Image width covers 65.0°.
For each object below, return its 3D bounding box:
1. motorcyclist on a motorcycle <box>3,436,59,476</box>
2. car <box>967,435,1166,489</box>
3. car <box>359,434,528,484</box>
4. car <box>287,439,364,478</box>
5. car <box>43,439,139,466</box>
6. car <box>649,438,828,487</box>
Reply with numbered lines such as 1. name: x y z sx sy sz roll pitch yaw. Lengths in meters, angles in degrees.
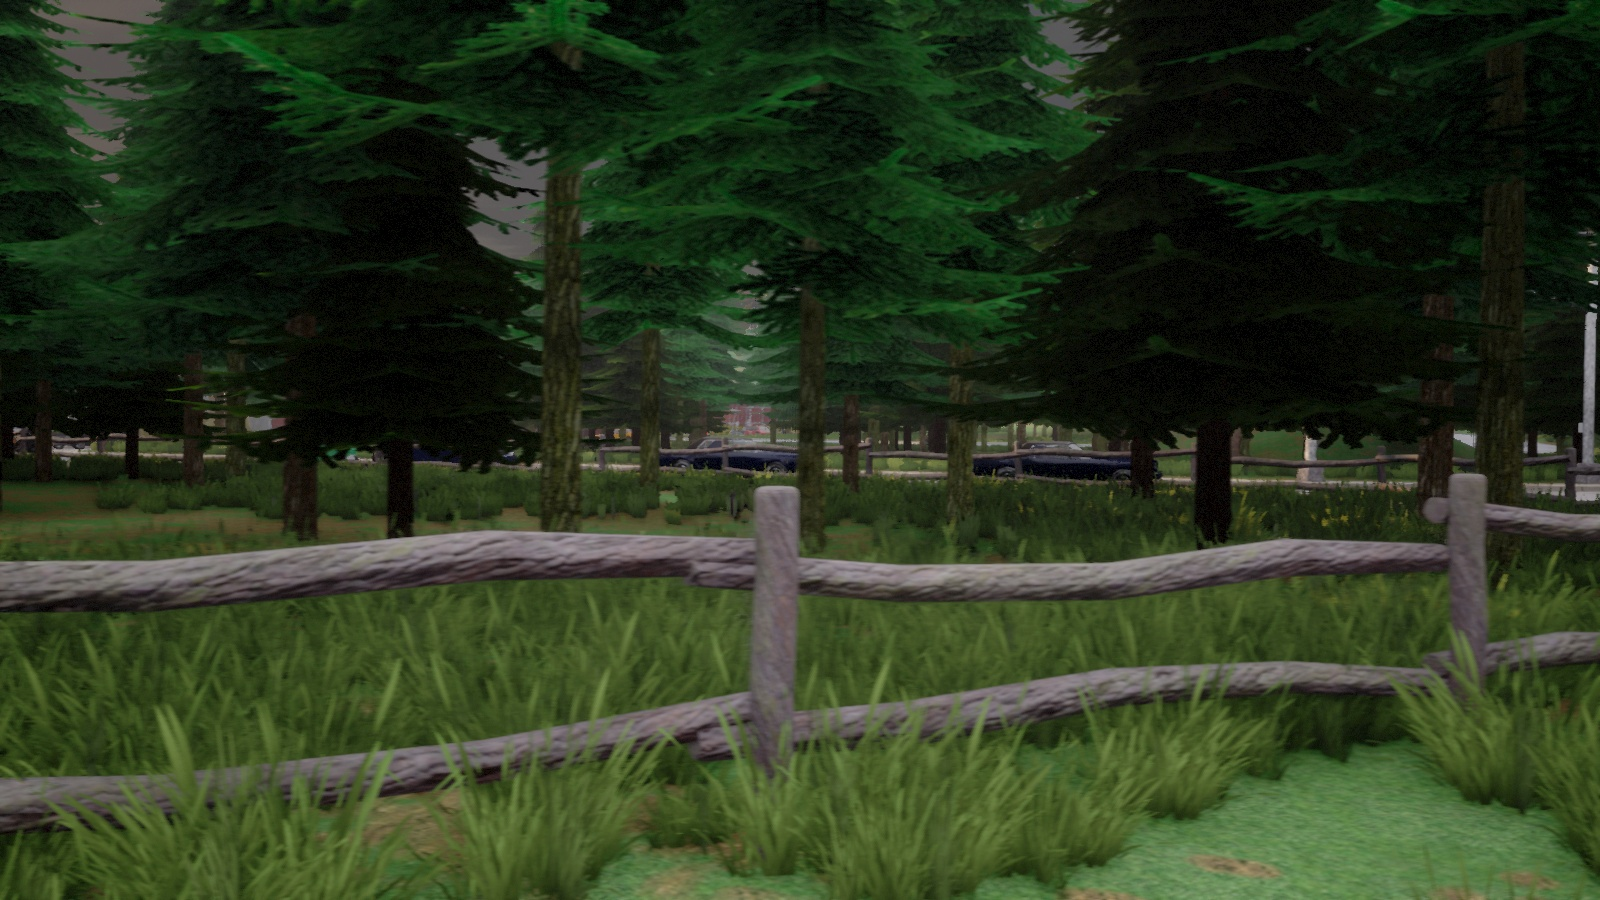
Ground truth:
1. motorcyclist on a motorcycle: -31.979 0.242 52.206 2.350 1.649 0.766 0 1 24
2. car: 6.817 0.290 32.155 4.718 1.301 1.895 0 1 22
3. car: -11.238 0.270 39.611 4.792 1.488 2.163 0 1 22
4. car: -17.346 0.291 45.901 2.207 1.376 1.481 0 1 22
5. car: -40.488 0.135 71.881 1.812 1.442 4.674 0 1 21
6. car: -1.751 0.328 35.688 4.718 1.301 1.895 0 1 23
